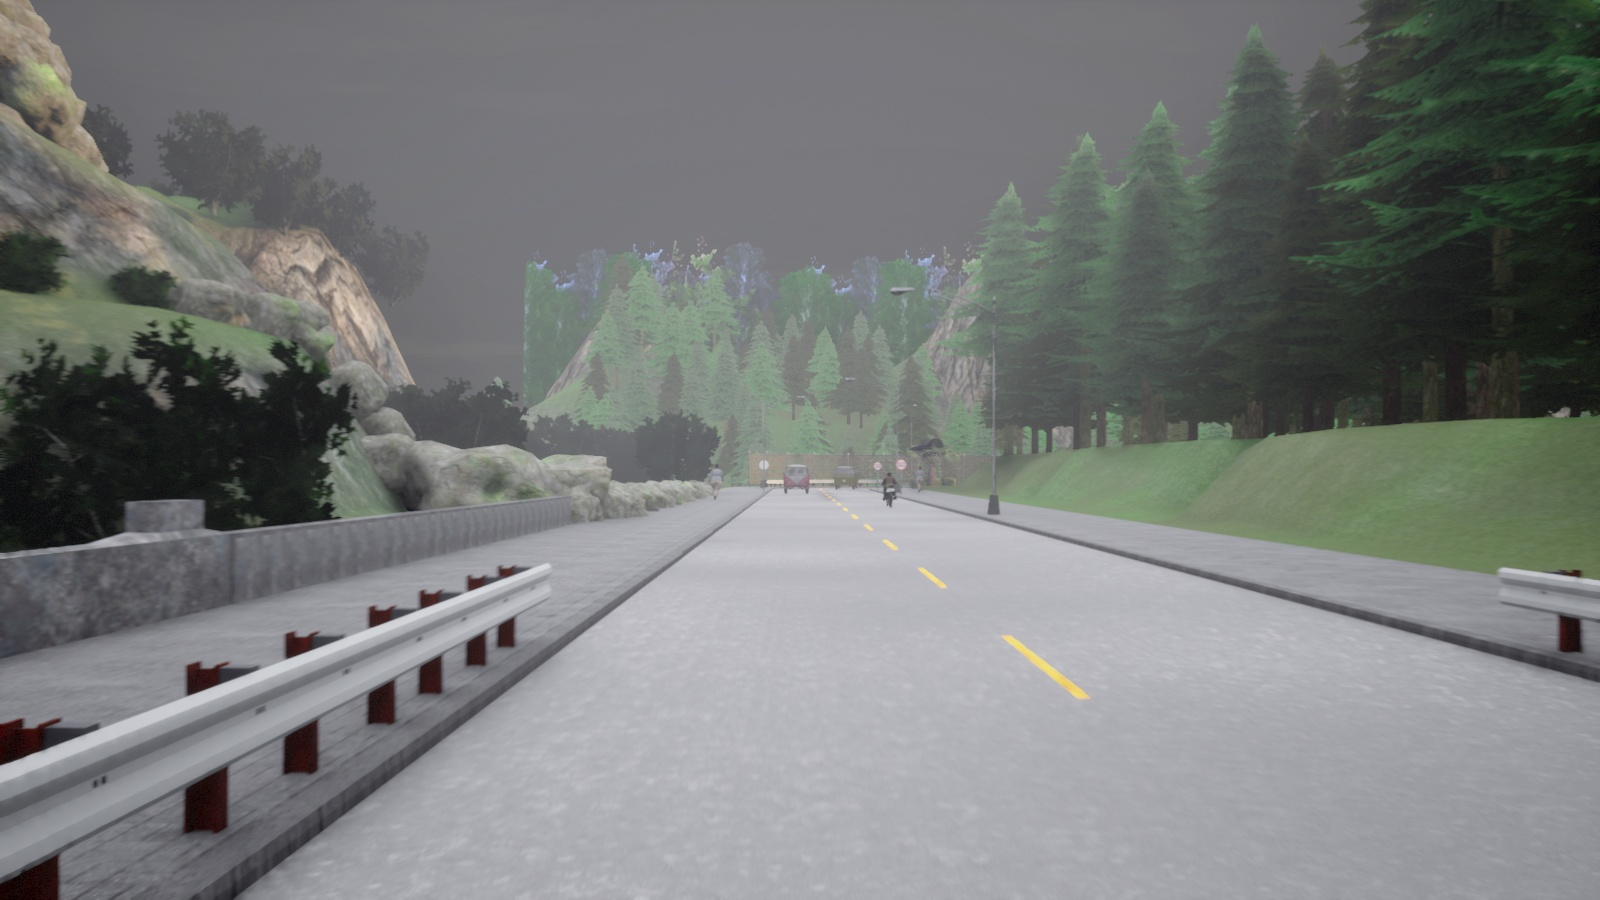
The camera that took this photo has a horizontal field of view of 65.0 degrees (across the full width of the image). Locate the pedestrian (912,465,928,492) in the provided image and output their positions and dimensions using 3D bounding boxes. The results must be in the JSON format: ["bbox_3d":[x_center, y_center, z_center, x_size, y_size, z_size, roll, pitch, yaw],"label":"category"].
[{"bbox_3d":[8.238,1.930,86.213,0.874,1.855,0.900,-1,-1,16],"label":"pedestrian"}]

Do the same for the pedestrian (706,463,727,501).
[{"bbox_3d":[-4.145,1.582,62.396,0.874,1.855,0.900,0,-1,6],"label":"pedestrian"}]

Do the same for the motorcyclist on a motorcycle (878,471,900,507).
[{"bbox_3d":[3.861,1.691,54.556,0.797,1.523,2.044,0,-1,0],"label":"motorcyclist on a motorcycle"}]

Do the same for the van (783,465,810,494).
[{"bbox_3d":[-0.225,2.014,86.651,1.775,1.987,4.442,0,-1,0],"label":"van"}]
